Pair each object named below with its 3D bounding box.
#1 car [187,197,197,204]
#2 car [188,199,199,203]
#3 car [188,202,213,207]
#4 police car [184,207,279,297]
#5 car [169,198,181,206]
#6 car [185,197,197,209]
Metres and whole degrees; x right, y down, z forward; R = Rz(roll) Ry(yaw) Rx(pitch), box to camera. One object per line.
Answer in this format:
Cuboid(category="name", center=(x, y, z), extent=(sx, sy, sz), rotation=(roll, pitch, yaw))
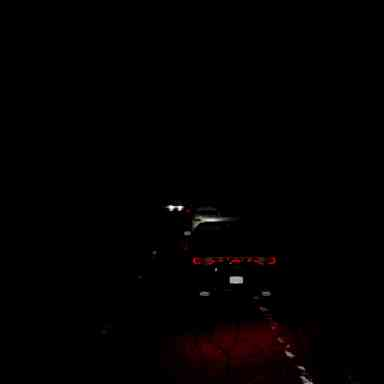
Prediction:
Cuboid(category="car", center=(-0.049, 1.673, 65.188), extent=(1.895, 1.301, 4.718), rotation=(0, 0, 0))
Cuboid(category="car", center=(0.806, 1.514, 24.634), extent=(1.837, 1.490, 4.892), rotation=(0, 0, 0))
Cuboid(category="car", center=(0.811, 1.531, 18.635), extent=(1.812, 1.442, 4.674), rotation=(0, 0, 0))
Cuboid(category="police car", center=(0.818, 1.426, 8.744), extent=(1.930, 1.638, 5.238), rotation=(0, 0, 0))
Cuboid(category="car", center=(-2.793, 1.653, 56.602), extent=(1.895, 1.301, 4.718), rotation=(0, 0, 0))
Cuboid(category="car", center=(0.003, 1.524, 46.107), extent=(2.128, 1.511, 4.902), rotation=(0, 0, 0))
